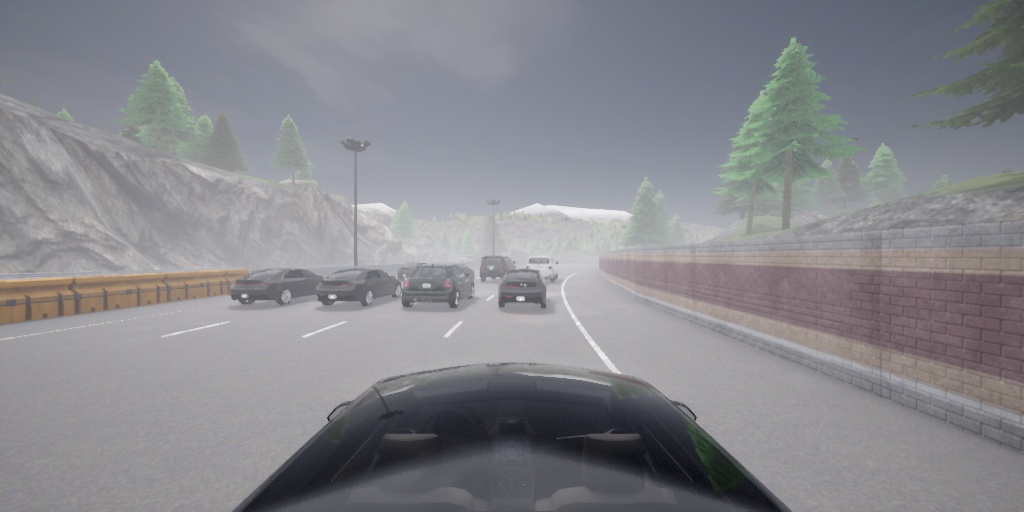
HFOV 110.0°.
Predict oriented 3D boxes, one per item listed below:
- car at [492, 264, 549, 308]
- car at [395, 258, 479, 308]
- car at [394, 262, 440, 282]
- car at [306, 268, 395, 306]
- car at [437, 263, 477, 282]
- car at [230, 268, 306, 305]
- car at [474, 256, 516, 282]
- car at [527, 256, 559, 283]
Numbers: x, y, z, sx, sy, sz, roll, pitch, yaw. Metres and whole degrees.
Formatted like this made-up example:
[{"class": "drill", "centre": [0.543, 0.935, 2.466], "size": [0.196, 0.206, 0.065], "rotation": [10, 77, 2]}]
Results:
[{"class": "car", "centre": [0.527, 1.264, 15.074], "size": [1.837, 1.490, 4.892], "rotation": [0, 0, 5]}, {"class": "car", "centre": [-2.962, 1.113, 15.357], "size": [2.097, 1.767, 4.553], "rotation": [0, 0, 5]}, {"class": "car", "centre": [-7.906, 1.264, 30.329], "size": [1.837, 1.490, 4.892], "rotation": [0, 0, 11]}, {"class": "car", "centre": [-6.445, 1.263, 15.700], "size": [1.837, 1.490, 4.892], "rotation": [0, 0, 5]}, {"class": "car", "centre": [-4.470, 1.320, 29.663], "size": [1.994, 1.385, 4.181], "rotation": [0, 0, 11]}, {"class": "car", "centre": [-9.931, 1.263, 16.013], "size": [1.837, 1.490, 4.892], "rotation": [0, 0, 5]}, {"class": "car", "centre": [-1.029, 1.005, 29.027], "size": [2.150, 2.045, 5.566], "rotation": [0, 0, 11]}, {"class": "car", "centre": [2.407, 1.005, 28.361], "size": [2.150, 2.045, 5.566], "rotation": [0, 0, 11]}]
